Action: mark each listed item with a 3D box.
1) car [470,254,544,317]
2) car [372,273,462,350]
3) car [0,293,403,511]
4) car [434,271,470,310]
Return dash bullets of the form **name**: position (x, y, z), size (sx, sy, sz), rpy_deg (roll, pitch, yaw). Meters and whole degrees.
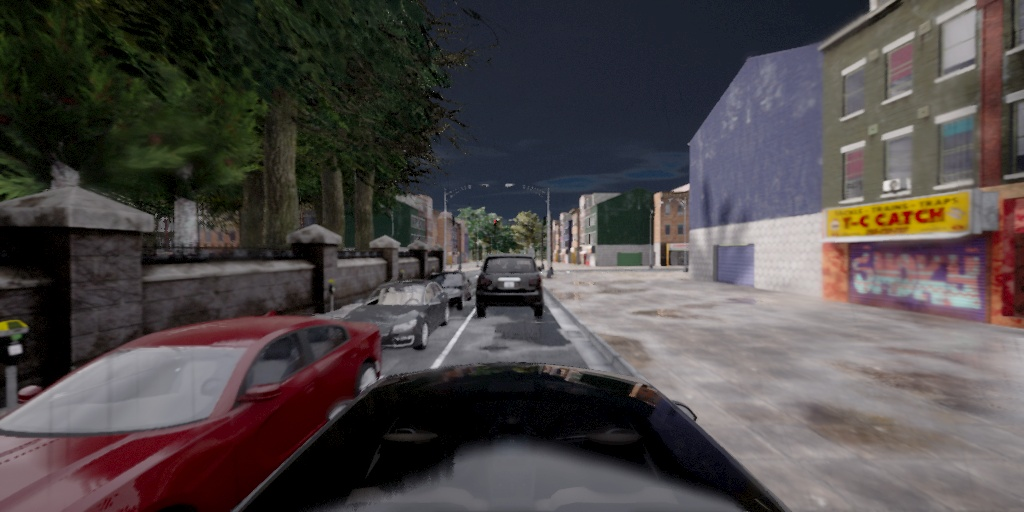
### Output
- **car**: position (-0.048, 0.959, 13.229), size (2.150, 2.045, 5.566), rpy_deg (0, 0, 1)
- **car**: position (-2.635, 1.294, 8.895), size (2.007, 1.370, 4.403), rpy_deg (0, 0, 0)
- **car**: position (-2.637, 1.294, 3.206), size (1.888, 1.381, 4.507), rpy_deg (0, 0, 0)
- **car**: position (-2.632, 1.306, 14.583), size (1.948, 1.339, 4.313), rpy_deg (0, 0, 0)
